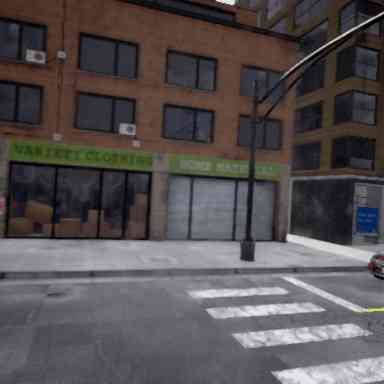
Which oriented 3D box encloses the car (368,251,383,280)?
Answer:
[{"bbox_3d":[7.487,2.021,9.803,4.674,1.442,1.812,3,0,-19],"label":"car"}]
